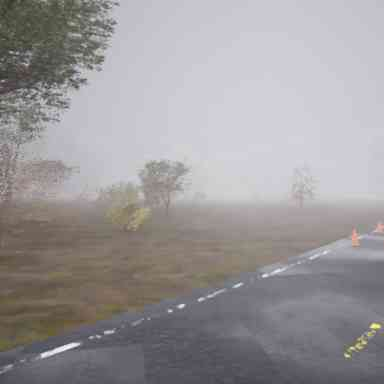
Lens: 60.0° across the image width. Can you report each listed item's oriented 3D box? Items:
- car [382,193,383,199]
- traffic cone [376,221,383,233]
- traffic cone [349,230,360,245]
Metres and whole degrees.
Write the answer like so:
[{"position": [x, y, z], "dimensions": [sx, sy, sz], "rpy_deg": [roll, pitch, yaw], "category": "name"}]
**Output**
[{"position": [43.996, 0.852, 74.735], "dimensions": [2.128, 1.511, 4.902], "rpy_deg": [0, 0, 19], "category": "car"}, {"position": [9.757, 1.812, 17.304], "dimensions": [0.340, 0.580, 0.340], "rpy_deg": [0, 0, 39], "category": "traffic cone"}, {"position": [6.603, 1.846, 13.514], "dimensions": [0.340, 0.580, 0.340], "rpy_deg": [0, 0, 41], "category": "traffic cone"}]
